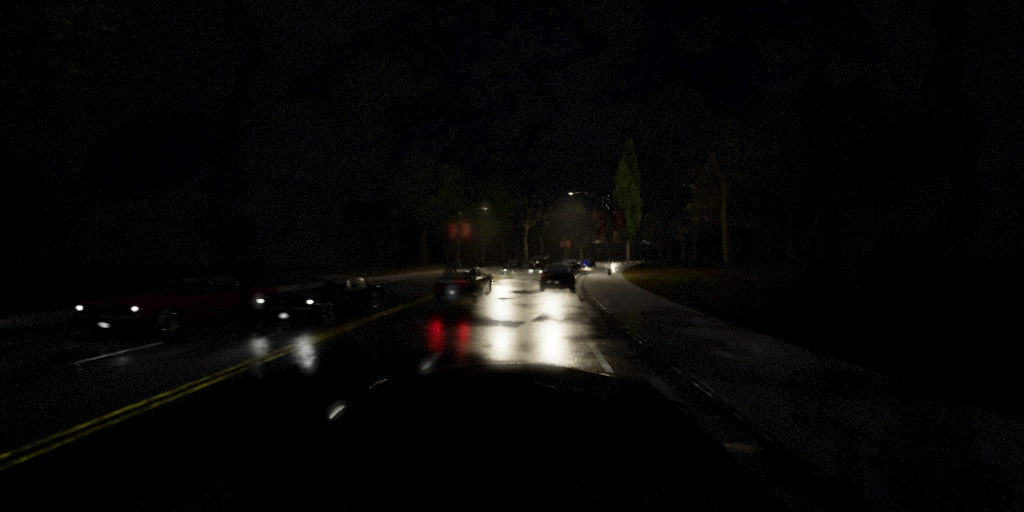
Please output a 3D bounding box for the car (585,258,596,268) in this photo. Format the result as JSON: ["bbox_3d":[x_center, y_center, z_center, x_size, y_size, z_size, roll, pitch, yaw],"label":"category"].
[{"bbox_3d":[11.480,1.074,54.376,1.812,1.442,4.674,0,0,22],"label":"car"}]

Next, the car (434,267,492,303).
[{"bbox_3d":[-2.116,1.231,16.633,2.128,1.511,4.902,0,0,6],"label":"car"}]

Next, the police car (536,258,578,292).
[{"bbox_3d":[2.753,1.156,21.267,1.930,1.638,5.238,0,0,9],"label":"police car"}]

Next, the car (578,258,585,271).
[{"bbox_3d":[6.796,1.111,41.878,2.128,1.511,4.902,0,0,20],"label":"car"}]

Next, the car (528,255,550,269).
[{"bbox_3d":[4.209,0.826,53.456,2.150,2.045,5.566,0,0,22],"label":"car"}]

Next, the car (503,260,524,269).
[{"bbox_3d":[0.182,1.204,52.121,1.994,1.385,4.181,0,0,22],"label":"car"}]

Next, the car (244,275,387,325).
[{"bbox_3d":[-6.077,1.335,12.025,1.895,1.301,4.718,0,0,5],"label":"car"}]

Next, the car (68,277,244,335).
[{"bbox_3d":[-9.444,1.323,10.638,1.895,1.301,4.718,0,0,4],"label":"car"}]
